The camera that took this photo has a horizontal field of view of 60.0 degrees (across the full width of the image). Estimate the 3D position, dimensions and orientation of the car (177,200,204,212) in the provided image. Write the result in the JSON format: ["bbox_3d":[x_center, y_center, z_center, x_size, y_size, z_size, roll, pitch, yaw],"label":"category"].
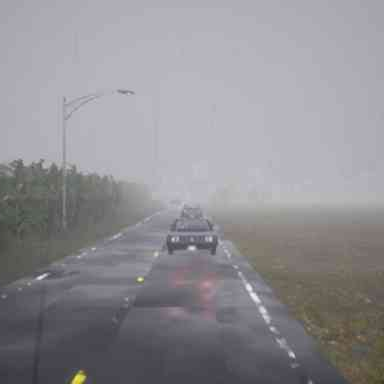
[{"bbox_3d":[0.011,1.761,29.281,2.128,1.511,4.902,0,0,0],"label":"car"}]

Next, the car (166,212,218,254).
[{"bbox_3d":[0.005,1.733,14.090,1.895,1.301,4.718,0,0,0],"label":"car"}]

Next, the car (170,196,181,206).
[{"bbox_3d":[-3.549,1.831,70.788,2.150,2.045,5.566,0,0,-4],"label":"car"}]
